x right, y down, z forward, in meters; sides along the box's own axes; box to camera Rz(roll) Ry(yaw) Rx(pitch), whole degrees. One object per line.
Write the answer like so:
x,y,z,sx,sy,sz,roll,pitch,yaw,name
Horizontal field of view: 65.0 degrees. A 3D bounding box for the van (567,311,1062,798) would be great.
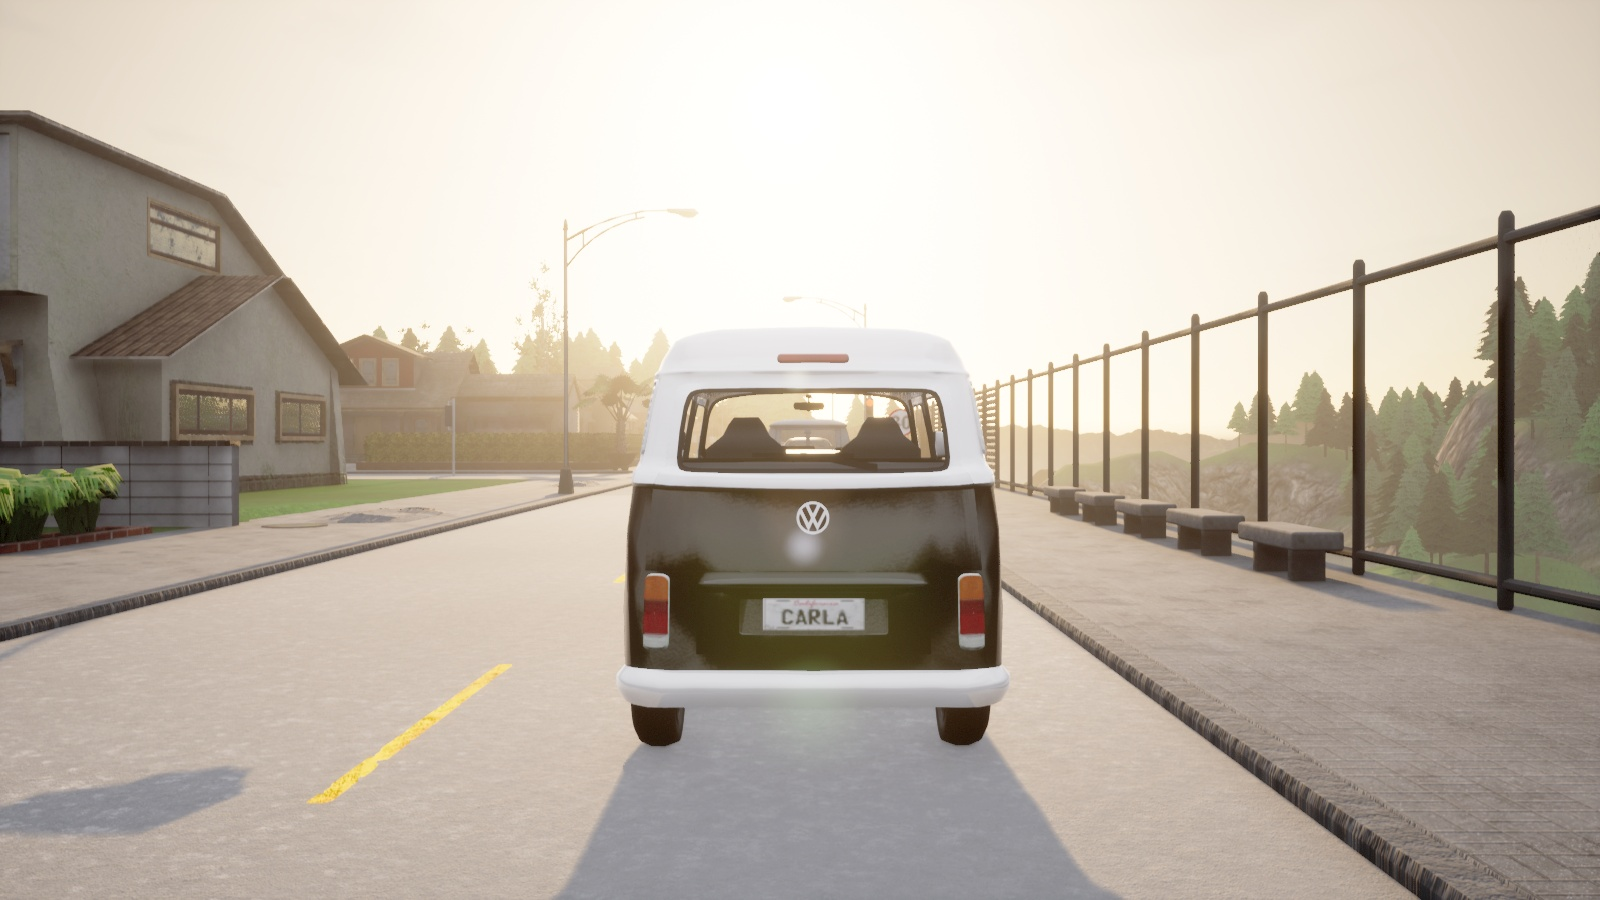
0.062,0.426,7.496,2.069,2.038,4.480,0,0,0,van
